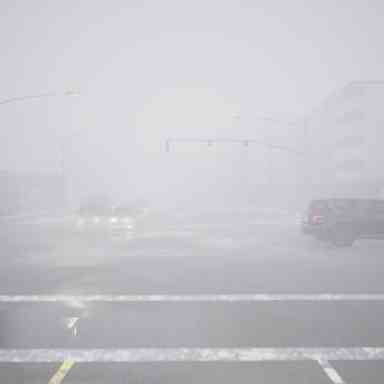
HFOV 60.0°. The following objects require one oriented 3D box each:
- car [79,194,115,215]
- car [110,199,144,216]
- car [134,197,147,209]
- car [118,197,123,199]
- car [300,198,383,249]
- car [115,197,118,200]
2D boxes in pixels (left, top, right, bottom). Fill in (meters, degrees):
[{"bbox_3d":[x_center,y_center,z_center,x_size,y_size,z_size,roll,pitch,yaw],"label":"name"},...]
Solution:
[{"bbox_3d":[-10.002,1.261,34.770,2.150,2.045,5.566,0,1,0],"label":"car"},{"bbox_3d":[-6.490,1.647,33.495,1.895,1.301,4.718,0,0,1],"label":"car"},{"bbox_3d":[-7.406,1.502,47.042,1.882,1.535,5.008,0,1,-12],"label":"car"},{"bbox_3d":[-14.350,1.579,64.049,2.033,1.411,5.357,0,0,-35],"label":"car"},{"bbox_3d":[7.580,1.290,14.436,5.566,2.045,2.150,0,0,-1],"label":"car"},{"bbox_3d":[-15.151,1.559,58.481,2.033,1.411,5.357,0,0,-29],"label":"car"}]
